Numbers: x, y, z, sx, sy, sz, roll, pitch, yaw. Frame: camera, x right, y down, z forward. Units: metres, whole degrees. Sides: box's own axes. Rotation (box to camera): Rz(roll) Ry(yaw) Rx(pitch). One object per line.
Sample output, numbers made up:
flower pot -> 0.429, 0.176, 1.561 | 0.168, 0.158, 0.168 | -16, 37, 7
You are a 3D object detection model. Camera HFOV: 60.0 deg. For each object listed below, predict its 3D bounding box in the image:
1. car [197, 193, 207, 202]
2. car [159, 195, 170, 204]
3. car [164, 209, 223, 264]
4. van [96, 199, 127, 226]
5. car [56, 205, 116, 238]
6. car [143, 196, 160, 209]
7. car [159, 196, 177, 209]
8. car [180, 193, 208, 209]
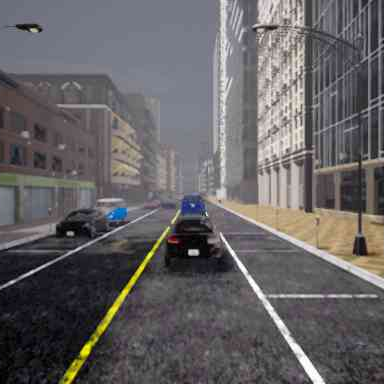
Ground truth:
car -> 2.401, 1.319, 79.409 | 2.150, 2.045, 5.566 | 0, 0, 0
car -> -5.685, 1.515, 68.573 | 1.967, 1.590, 4.097 | 0, 0, 0
car -> 0.069, 1.535, 11.689 | 1.812, 1.442, 4.674 | 0, 0, 1
van -> -5.688, 1.361, 23.385 | 1.690, 1.788, 3.998 | 0, 0, 0
car -> -5.690, 1.581, 17.735 | 1.947, 1.339, 4.313 | 0, 0, 0
car -> -5.687, 1.624, 45.978 | 1.802, 1.307, 4.206 | 0, 0, 0
car -> -3.086, 1.643, 46.137 | 1.895, 1.301, 4.718 | 0, 0, 0
car -> 0.087, 1.246, 30.615 | 2.150, 2.045, 5.566 | 0, 0, 0
